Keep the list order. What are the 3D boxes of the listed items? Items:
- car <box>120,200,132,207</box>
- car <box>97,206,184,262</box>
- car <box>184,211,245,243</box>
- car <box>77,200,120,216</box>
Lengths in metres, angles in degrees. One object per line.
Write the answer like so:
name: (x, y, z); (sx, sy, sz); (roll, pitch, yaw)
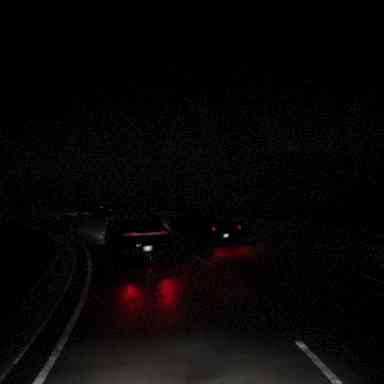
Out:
car: (-8.796, 1.601, 37.706); (4.674, 1.442, 1.812); (-1, -1, 34)
car: (-2.163, 1.508, 12.413); (2.128, 1.511, 4.902); (0, 0, -20)
car: (0.489, 1.585, 16.278); (1.895, 1.301, 4.718); (-1, 0, -26)
car: (-9.869, 1.615, 34.071); (4.674, 1.442, 1.812); (-1, -1, 37)
